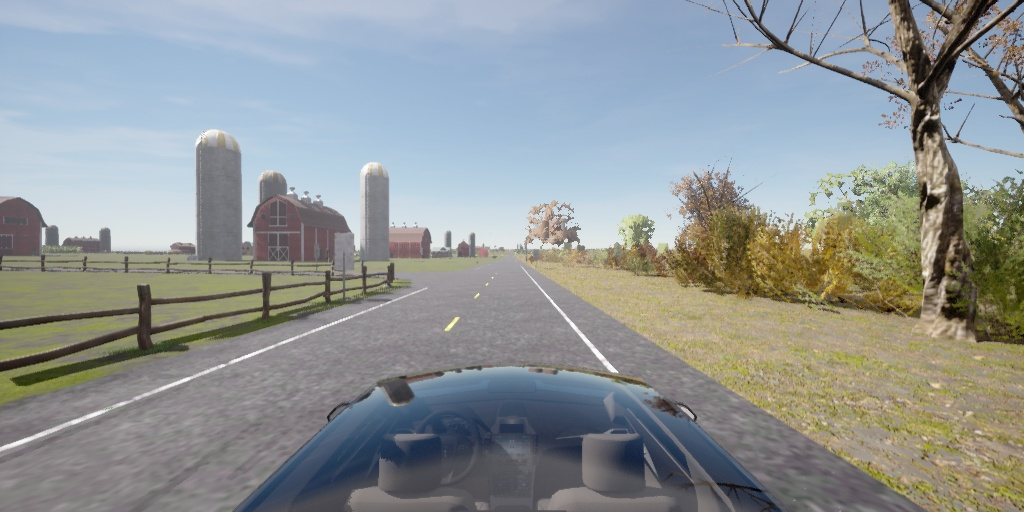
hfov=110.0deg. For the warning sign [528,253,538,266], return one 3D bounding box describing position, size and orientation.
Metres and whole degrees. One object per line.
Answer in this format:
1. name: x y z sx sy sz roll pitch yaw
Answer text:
1. warning sign: 3.550 0.845 64.462 1.300 1.860 1.060 0 0 0
